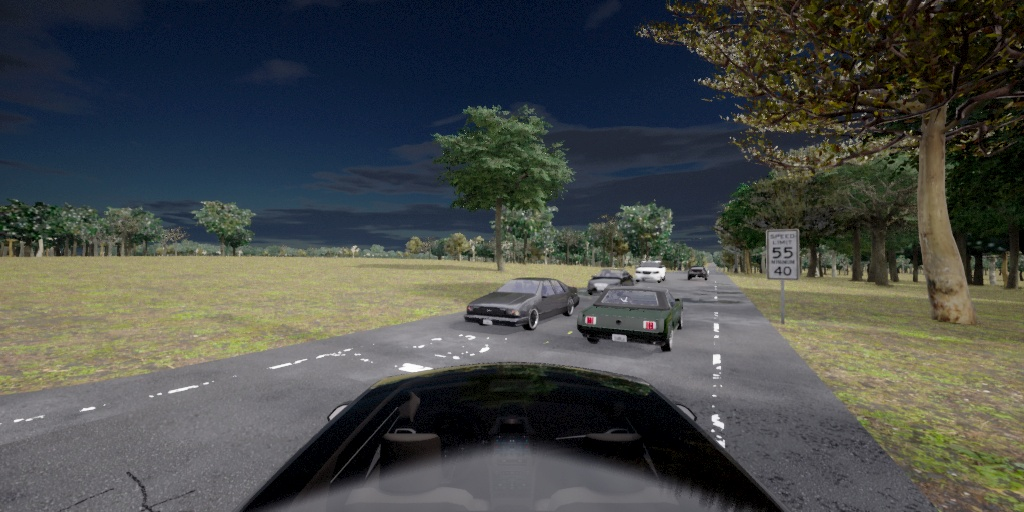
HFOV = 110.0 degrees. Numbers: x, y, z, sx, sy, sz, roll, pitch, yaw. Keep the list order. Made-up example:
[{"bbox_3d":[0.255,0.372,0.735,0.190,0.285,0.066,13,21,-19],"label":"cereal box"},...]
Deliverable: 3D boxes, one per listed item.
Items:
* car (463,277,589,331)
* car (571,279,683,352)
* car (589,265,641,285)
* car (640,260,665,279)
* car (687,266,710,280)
[{"bbox_3d":[0.653,1.425,11.951,2.033,1.411,5.357,0,-1,29],"label":"car"},{"bbox_3d":[3.335,1.449,9.382,1.895,1.301,4.718,0,-1,30],"label":"car"},{"bbox_3d":[5.920,1.519,21.227,2.128,1.511,4.902,0,-1,30],"label":"car"},{"bbox_3d":[13.171,1.451,33.993,2.150,2.045,5.566,0,0,29],"label":"car"},{"bbox_3d":[20.320,1.847,39.179,1.837,1.490,4.892,0,-1,30],"label":"car"}]
